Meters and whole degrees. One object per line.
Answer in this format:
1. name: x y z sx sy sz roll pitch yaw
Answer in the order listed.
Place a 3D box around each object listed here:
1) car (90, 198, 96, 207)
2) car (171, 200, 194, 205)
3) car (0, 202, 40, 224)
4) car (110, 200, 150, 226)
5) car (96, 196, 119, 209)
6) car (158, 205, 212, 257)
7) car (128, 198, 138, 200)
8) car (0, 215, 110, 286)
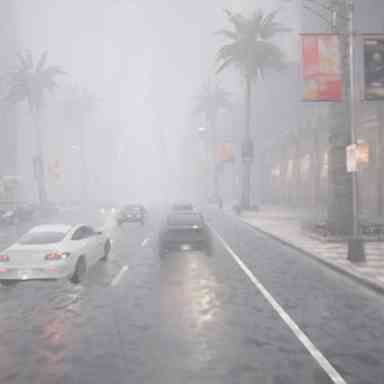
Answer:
1. car: -15.686 1.728 55.947 2.231 1.521 4.892 -1 0 -2
2. car: -0.859 1.457 29.456 1.882 1.535 5.008 -1 0 -2
3. car: -14.420 1.613 26.599 2.185 1.767 4.553 -1 0 -2
4. car: -4.168 1.601 24.120 2.033 1.411 5.357 -1 0 -2
5. car: -12.418 1.539 50.197 2.097 1.767 4.553 -1 0 -2
6. car: -0.266 1.495 12.993 1.837 1.490 4.892 -1 1 -1
7. car: -8.917 1.642 50.256 1.812 1.442 4.674 -1 0 -2
8. car: -3.685 1.588 9.547 1.812 1.442 4.674 -1 0 -1
